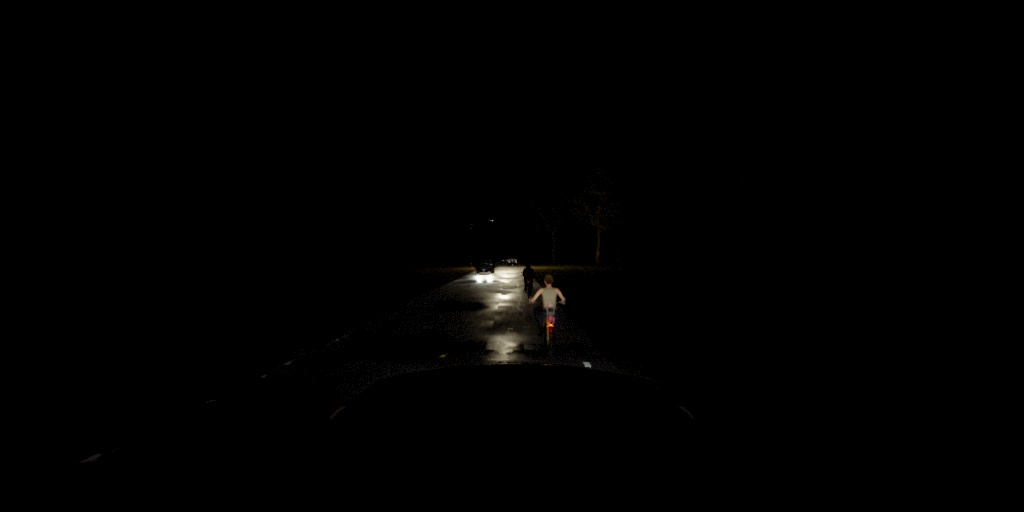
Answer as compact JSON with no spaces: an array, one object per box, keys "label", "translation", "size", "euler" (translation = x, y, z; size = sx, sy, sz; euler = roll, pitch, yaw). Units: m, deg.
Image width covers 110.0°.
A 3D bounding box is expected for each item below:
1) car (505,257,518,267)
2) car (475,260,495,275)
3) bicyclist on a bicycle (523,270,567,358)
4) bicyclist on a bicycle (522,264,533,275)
[{"label":"car","translation":[0.112,1.225,64.659],"size":[1.895,1.301,4.718],"euler":[0,0,0]},{"label":"car","translation":[-2.841,1.177,38.743],"size":[2.128,1.511,4.902],"euler":[0,0,0]},{"label":"bicyclist on a bicycle","translation":[0.751,1.178,7.466],"size":[0.866,1.612,1.509],"euler":[0,0,0]},{"label":"bicyclist on a bicycle","translation":[0.760,1.179,16.544],"size":[0.582,1.620,1.656],"euler":[0,0,0]}]
